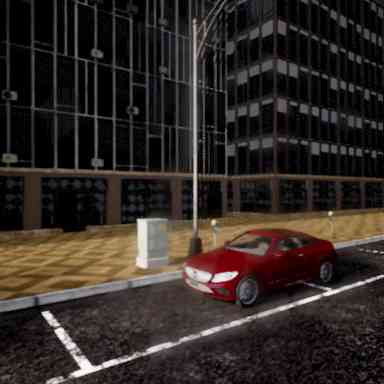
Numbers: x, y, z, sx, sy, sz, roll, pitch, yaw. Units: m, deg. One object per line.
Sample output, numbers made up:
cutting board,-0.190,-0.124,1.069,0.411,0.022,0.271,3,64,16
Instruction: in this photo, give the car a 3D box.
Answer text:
car,1.750,1.540,7.802,4.206,1.307,1.802,-1,1,-35
